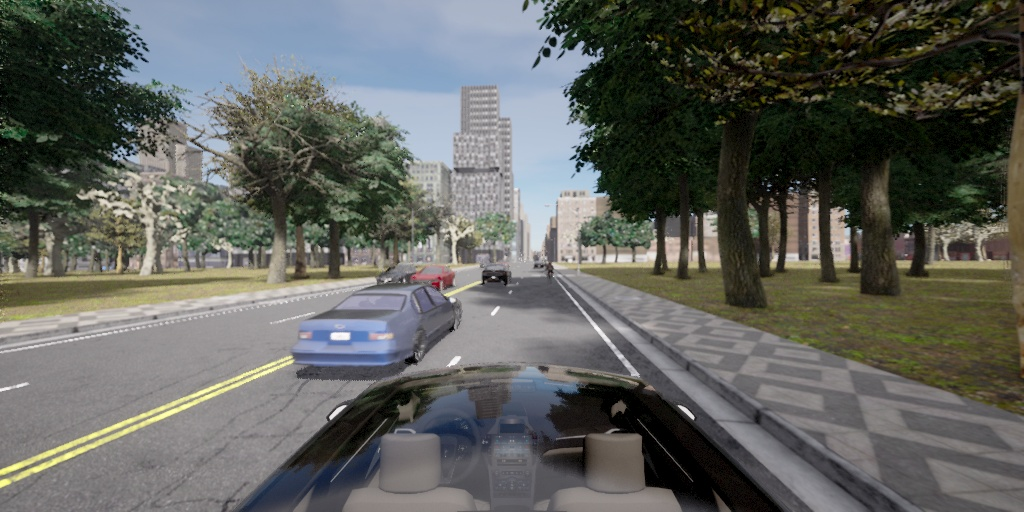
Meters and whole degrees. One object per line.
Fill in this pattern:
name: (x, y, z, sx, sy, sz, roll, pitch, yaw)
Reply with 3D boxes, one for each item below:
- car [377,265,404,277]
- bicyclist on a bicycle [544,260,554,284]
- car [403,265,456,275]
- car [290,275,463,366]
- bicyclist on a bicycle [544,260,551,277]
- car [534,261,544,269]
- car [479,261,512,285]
car: (-7.973, 1.391, 25.600, 1.837, 1.490, 4.892, 0, 0, 4)
bicyclist on a bicycle: (2.941, 1.330, 27.516, 0.582, 1.620, 1.656, 0, -1, 4)
car: (-4.917, 1.342, 22.840, 1.882, 1.535, 5.008, 0, 0, 4)
car: (-2.534, 1.333, 8.192, 2.033, 1.411, 5.357, 0, 0, 4)
bicyclist on a bicycle: (3.689, 1.309, 37.699, 0.659, 1.776, 1.843, 0, 0, 4)
car: (4.904, 1.610, 65.040, 1.882, 1.535, 5.008, 0, 0, 4)
car: (-1.107, 1.362, 27.616, 1.882, 1.535, 5.008, 0, 0, 4)
